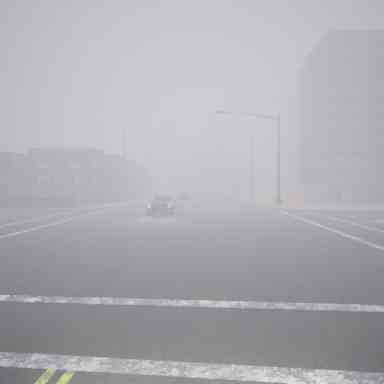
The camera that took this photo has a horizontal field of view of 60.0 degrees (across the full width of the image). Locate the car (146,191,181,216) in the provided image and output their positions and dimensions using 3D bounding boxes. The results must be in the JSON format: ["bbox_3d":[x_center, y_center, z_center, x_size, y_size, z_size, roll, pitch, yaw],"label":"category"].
[{"bbox_3d":[-2.384,0.981,27.316,2.097,1.767,4.553,0,1,2],"label":"car"}]

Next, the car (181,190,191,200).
[{"bbox_3d":[-1.260,0.517,53.579,1.882,1.535,5.008,0,1,2],"label":"car"}]
